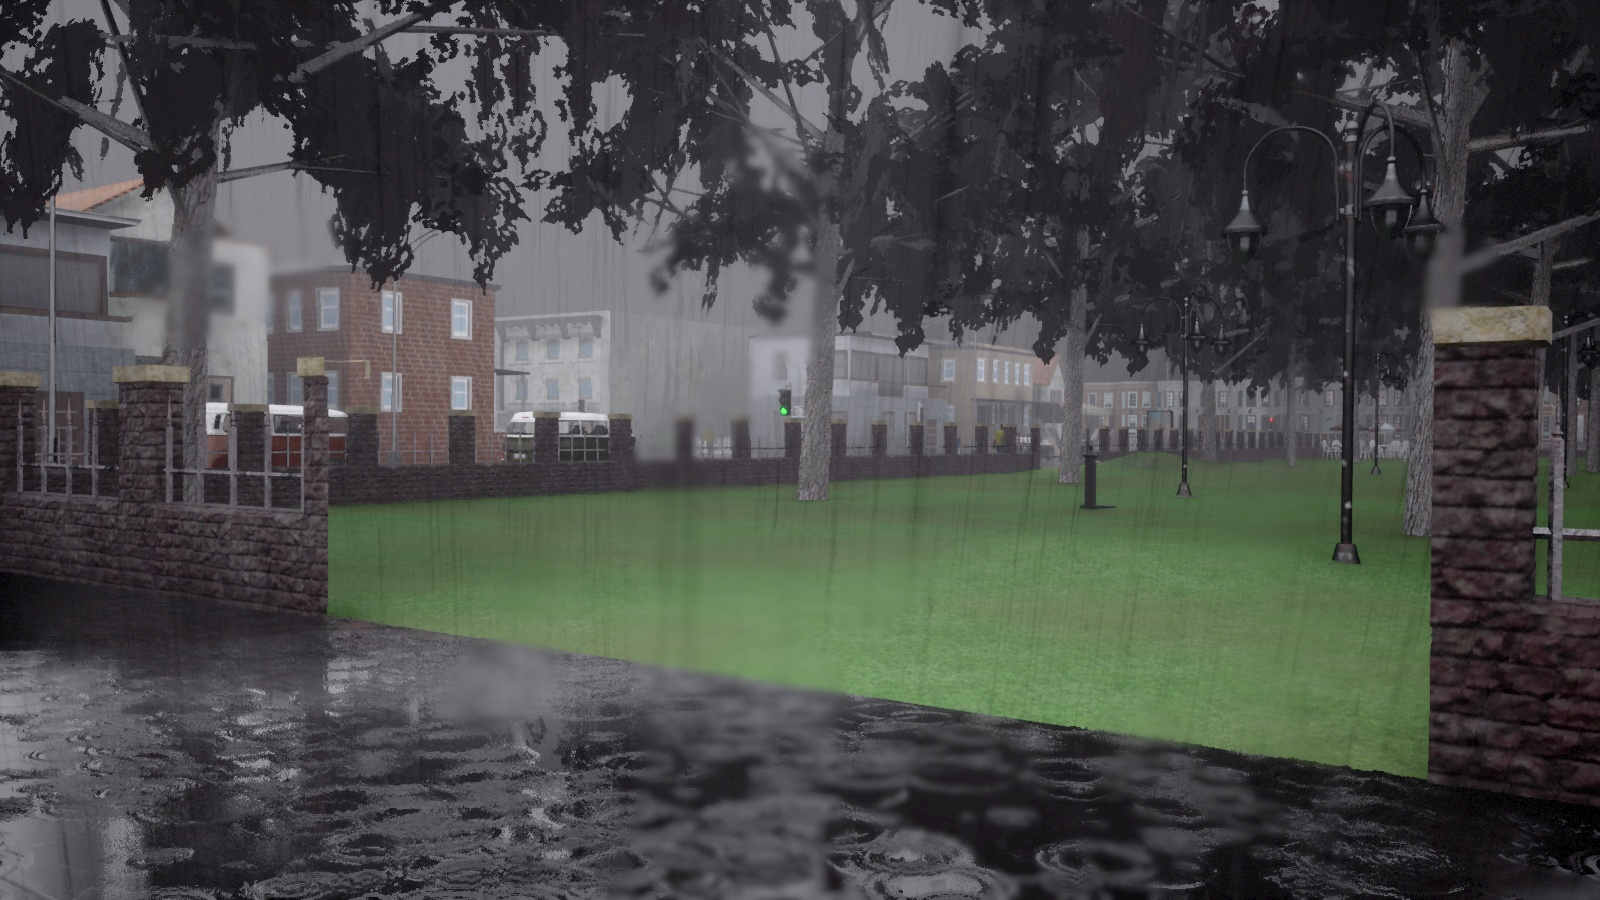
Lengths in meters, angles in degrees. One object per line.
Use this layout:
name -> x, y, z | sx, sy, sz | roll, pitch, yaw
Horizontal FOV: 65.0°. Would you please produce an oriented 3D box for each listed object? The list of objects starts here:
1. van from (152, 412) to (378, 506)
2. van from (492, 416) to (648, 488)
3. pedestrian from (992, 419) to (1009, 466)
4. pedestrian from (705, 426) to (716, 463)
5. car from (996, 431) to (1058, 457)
van -> -12.479, 0.164, 29.562 | 2.069, 2.038, 4.480 | 0, 1, 33
van -> -6.824, 0.005, 37.726 | 2.069, 2.038, 4.480 | 0, 1, 33
pedestrian -> 7.928, -0.308, 49.643 | 0.354, 1.836, 0.706 | 0, 1, 35
pedestrian -> -4.484, -0.296, 62.791 | 0.431, 1.840, 0.709 | 0, 1, 5
car -> 13.397, -0.373, 73.902 | 1.812, 1.442, 4.674 | 0, 1, 35
